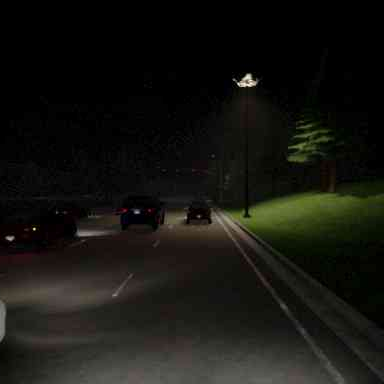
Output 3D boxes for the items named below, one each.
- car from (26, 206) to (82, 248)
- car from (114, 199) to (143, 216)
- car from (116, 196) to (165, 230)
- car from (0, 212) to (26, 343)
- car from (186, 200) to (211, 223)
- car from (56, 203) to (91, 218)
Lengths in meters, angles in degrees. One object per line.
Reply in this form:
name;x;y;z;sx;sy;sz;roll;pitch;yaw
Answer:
car;-6.687;1.542;14.655;1.812;1.442;4.674;0;0;1
car;-6.295;1.520;33.684;1.882;1.535;5.008;0;0;1
car;-3.057;1.248;21.400;2.150;2.045;5.566;0;0;1
car;-3.377;1.221;1.749;2.150;2.045;5.566;0;0;0
car;0.532;1.562;25.856;1.812;1.442;4.674;0;0;1
car;-9.940;1.578;27.044;2.033;1.411;5.357;0;0;2
